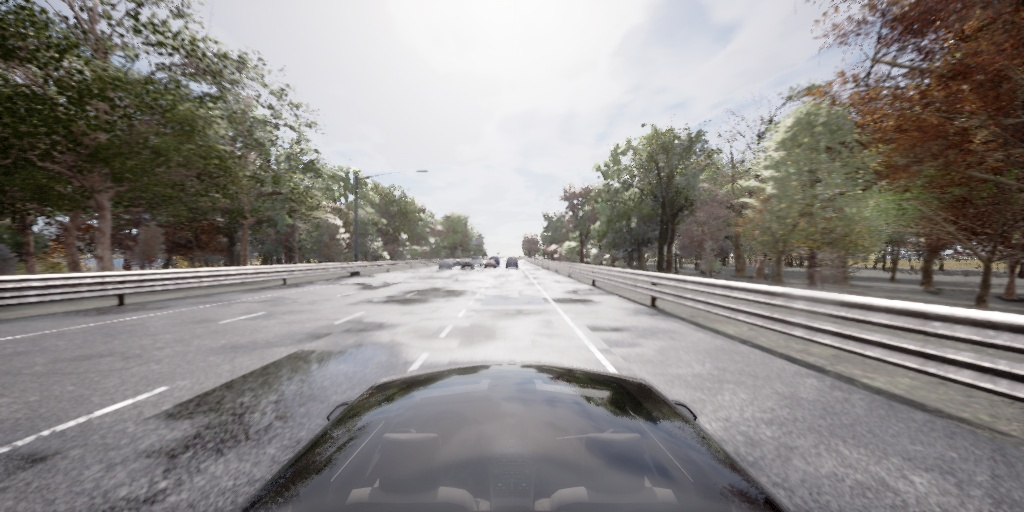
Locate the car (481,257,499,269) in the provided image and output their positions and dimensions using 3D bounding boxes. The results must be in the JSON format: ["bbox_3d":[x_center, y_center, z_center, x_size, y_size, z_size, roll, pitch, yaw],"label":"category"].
[{"bbox_3d":[-3.489,1.315,57.625,1.812,1.442,4.674,0,0,0],"label":"car"}]

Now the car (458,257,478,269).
[{"bbox_3d":[-6.990,1.298,57.210,1.837,1.490,4.892,0,0,0],"label":"car"}]

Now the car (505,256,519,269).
[{"bbox_3d":[0.010,1.142,57.595,2.097,1.767,4.553,0,0,0],"label":"car"}]

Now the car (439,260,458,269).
[{"bbox_3d":[-10.490,1.353,57.630,1.994,1.385,4.181,0,0,0],"label":"car"}]
